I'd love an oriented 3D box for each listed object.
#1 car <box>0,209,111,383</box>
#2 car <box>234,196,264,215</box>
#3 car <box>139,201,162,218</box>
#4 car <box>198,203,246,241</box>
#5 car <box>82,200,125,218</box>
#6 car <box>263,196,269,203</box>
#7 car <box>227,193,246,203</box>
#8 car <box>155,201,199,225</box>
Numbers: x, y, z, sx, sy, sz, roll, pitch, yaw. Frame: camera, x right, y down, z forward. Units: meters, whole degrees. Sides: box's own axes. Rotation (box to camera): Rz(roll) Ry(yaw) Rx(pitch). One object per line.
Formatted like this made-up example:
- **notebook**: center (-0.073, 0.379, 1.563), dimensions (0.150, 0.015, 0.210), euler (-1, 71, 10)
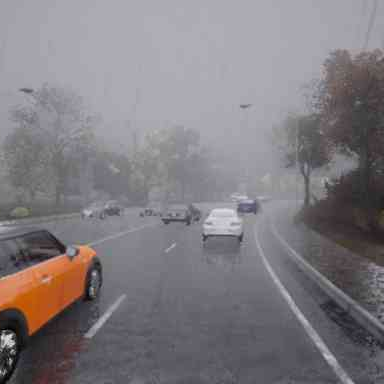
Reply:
- **car**: center (-3.083, 1.335, 5.443), dimensions (2.097, 1.767, 4.553), euler (0, 0, 3)
- **car**: center (5.906, 1.469, 33.981), dimensions (1.882, 1.535, 5.008), euler (0, 0, 18)
- **car**: center (-3.042, 1.515, 29.061), dimensions (1.994, 1.385, 4.181), euler (0, 0, 15)
- **car**: center (1.613, 1.515, 16.526), dimensions (1.812, 1.442, 4.674), euler (0, 0, 9)
- **car**: center (-7.176, 1.426, 26.997), dimensions (2.128, 1.511, 4.902), euler (0, 0, 14)
- **car**: center (13.861, 1.501, 65.969), dimensions (1.812, 1.442, 4.674), euler (0, 0, 34)
- **car**: center (8.850, 1.175, 64.805), dimensions (2.150, 2.045, 5.566), euler (0, 0, 33)
- **car**: center (-0.624, 1.518, 23.640), dimensions (2.033, 1.411, 5.357), euler (0, 0, 12)
